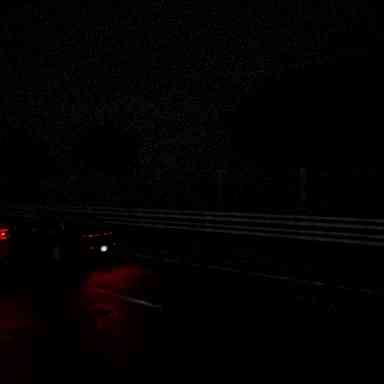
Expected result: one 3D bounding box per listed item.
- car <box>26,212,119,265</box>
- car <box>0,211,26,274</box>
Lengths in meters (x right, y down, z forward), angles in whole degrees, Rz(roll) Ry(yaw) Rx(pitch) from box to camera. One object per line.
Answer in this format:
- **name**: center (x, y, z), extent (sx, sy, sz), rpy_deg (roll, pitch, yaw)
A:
- **car**: center (-4.670, 1.486, 11.623), extent (4.892, 1.490, 1.837), rpy_deg (0, 0, 36)
- **car**: center (-7.118, 1.203, 9.070), extent (5.566, 2.045, 2.150), rpy_deg (0, 0, 36)
